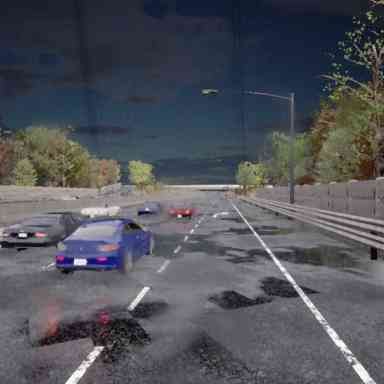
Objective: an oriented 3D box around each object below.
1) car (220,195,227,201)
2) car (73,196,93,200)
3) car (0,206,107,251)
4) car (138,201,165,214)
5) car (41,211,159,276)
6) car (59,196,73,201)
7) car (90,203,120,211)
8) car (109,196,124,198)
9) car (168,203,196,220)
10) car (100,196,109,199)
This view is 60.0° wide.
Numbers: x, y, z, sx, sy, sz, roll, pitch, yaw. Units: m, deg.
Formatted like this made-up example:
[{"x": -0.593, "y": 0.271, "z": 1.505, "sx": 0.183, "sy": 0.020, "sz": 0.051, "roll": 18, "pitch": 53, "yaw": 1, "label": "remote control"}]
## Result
[{"x": 8.824, "y": 1.654, "z": 93.602, "sx": 2.128, "sy": 1.511, "sz": 4.902, "roll": 0, "pitch": 0, "yaw": 5, "label": "car"}, {"x": -21.731, "y": 1.570, "z": 67.920, "sx": 2.128, "sy": 1.511, "sz": 4.902, "roll": 0, "pitch": 0, "yaw": 5, "label": "car"}, {"x": -5.632, "y": 1.547, "z": 14.049, "sx": 2.033, "sy": 1.411, "sz": 5.357, "roll": 0, "pitch": 0, "yaw": 5, "label": "car"}, {"x": -3.894, "y": 1.566, "z": 32.433, "sx": 1.994, "sy": 1.385, "sz": 4.181, "roll": 0, "pitch": 0, "yaw": 5, "label": "car"}, {"x": -2.474, "y": 1.525, "z": 10.297, "sx": 1.812, "sy": 1.442, "sz": 4.674, "roll": 0, "pitch": 0, "yaw": 5, "label": "car"}, {"x": -25.294, "y": 1.567, "z": 67.421, "sx": 1.812, "sy": 1.442, "sz": 4.674, "roll": 0, "pitch": 0, "yaw": 5, "label": "car"}, {"x": -7.753, "y": 1.603, "z": 28.818, "sx": 1.895, "sy": 1.301, "sz": 4.718, "roll": 0, "pitch": 0, "yaw": 5, "label": "car"}, {"x": -14.644, "y": 1.588, "z": 68.506, "sx": 2.033, "sy": 1.411, "sz": 5.357, "roll": 0, "pitch": 0, "yaw": 5, "label": "car"}, {"x": -0.756, "y": 1.602, "z": 28.440, "sx": 1.895, "sy": 1.301, "sz": 4.718, "roll": 0, "pitch": 0, "yaw": 5, "label": "car"}, {"x": -18.011, "y": 1.576, "z": 70.080, "sx": 2.128, "sy": 1.511, "sz": 4.902, "roll": 0, "pitch": 0, "yaw": 5, "label": "car"}]
